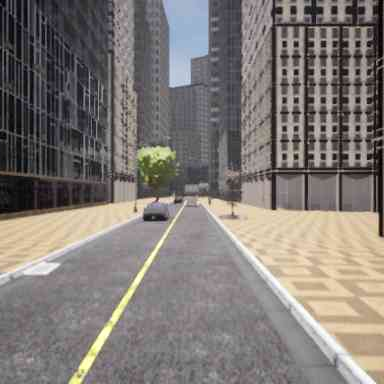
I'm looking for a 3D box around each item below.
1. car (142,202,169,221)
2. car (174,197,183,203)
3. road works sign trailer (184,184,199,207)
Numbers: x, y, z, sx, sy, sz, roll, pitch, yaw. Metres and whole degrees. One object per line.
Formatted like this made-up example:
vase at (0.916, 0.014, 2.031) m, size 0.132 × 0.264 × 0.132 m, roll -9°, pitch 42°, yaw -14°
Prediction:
car at (-2.859, 1.537, 27.284) m, size 2.033 × 1.411 × 5.357 m, roll 0°, pitch 0°, yaw 0°
car at (-2.773, 1.630, 68.472) m, size 1.895 × 1.301 × 4.718 m, roll 0°, pitch 0°, yaw 0°
road works sign trailer at (-0.018, 0.481, 52.196) m, size 2.380 × 3.560 × 2.880 m, roll 0°, pitch 0°, yaw 0°
